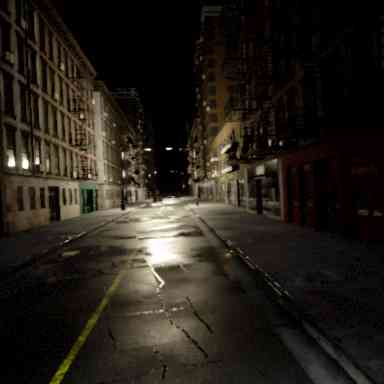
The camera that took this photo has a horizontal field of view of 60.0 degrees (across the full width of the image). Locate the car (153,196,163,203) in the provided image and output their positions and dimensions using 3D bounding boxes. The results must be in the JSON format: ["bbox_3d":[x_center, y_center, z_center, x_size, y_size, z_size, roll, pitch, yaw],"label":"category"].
[{"bbox_3d":[-6.809,1.474,66.898,2.128,1.511,4.902,-3,0,-3],"label":"car"}]
